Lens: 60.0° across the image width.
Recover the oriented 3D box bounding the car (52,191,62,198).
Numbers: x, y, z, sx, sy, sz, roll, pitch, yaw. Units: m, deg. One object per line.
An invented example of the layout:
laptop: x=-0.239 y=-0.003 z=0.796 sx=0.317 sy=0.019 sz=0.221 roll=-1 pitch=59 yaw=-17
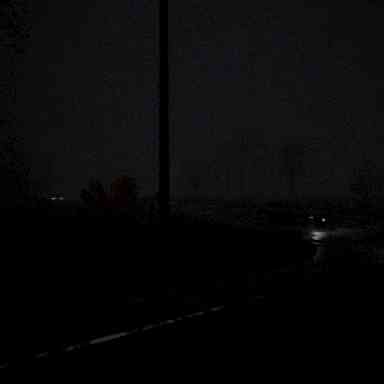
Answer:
car: x=-30.682 y=0.530 z=75.488 sx=1.882 sy=1.535 sz=5.008 roll=-1 pitch=1 yaw=-29

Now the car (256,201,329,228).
car: x=6.239 y=1.355 z=21.223 sx=1.837 sy=1.490 sz=4.892 roll=-1 pitch=1 yaw=-35
